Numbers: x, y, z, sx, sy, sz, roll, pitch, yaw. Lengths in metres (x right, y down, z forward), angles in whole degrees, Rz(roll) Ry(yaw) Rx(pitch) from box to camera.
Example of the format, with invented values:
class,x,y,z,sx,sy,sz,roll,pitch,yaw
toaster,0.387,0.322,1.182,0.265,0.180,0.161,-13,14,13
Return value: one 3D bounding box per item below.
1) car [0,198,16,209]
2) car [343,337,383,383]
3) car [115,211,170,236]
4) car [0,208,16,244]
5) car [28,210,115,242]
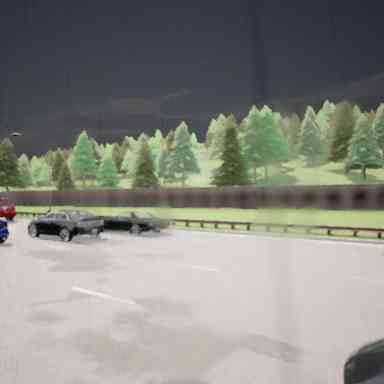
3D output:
class,x,y,z,sx,sy,sz,roll,pitch,yaw
car,-18.003,1.603,29.828,5.566,2.045,2.150,-1,0,36
car,3.260,1.504,1.641,4.674,1.442,1.812,-1,-1,36
car,-3.649,1.770,19.522,4.718,1.301,1.895,-1,0,36
car,-10.720,1.691,15.982,5.008,1.535,1.882,0,0,36
car,-6.642,1.675,17.361,4.902,1.511,2.128,-1,0,36
